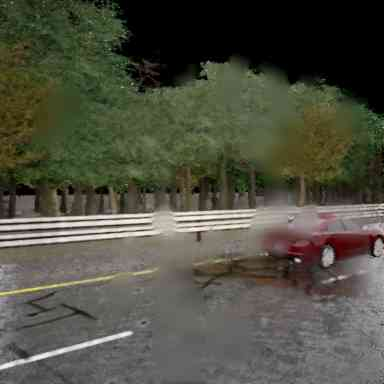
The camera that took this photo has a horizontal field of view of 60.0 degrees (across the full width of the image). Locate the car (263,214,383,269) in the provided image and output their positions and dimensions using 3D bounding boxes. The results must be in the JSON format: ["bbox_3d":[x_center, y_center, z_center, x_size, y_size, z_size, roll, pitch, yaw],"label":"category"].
[{"bbox_3d":[4.603,1.503,11.311,5.008,1.535,1.882,0,0,-35],"label":"car"}]
